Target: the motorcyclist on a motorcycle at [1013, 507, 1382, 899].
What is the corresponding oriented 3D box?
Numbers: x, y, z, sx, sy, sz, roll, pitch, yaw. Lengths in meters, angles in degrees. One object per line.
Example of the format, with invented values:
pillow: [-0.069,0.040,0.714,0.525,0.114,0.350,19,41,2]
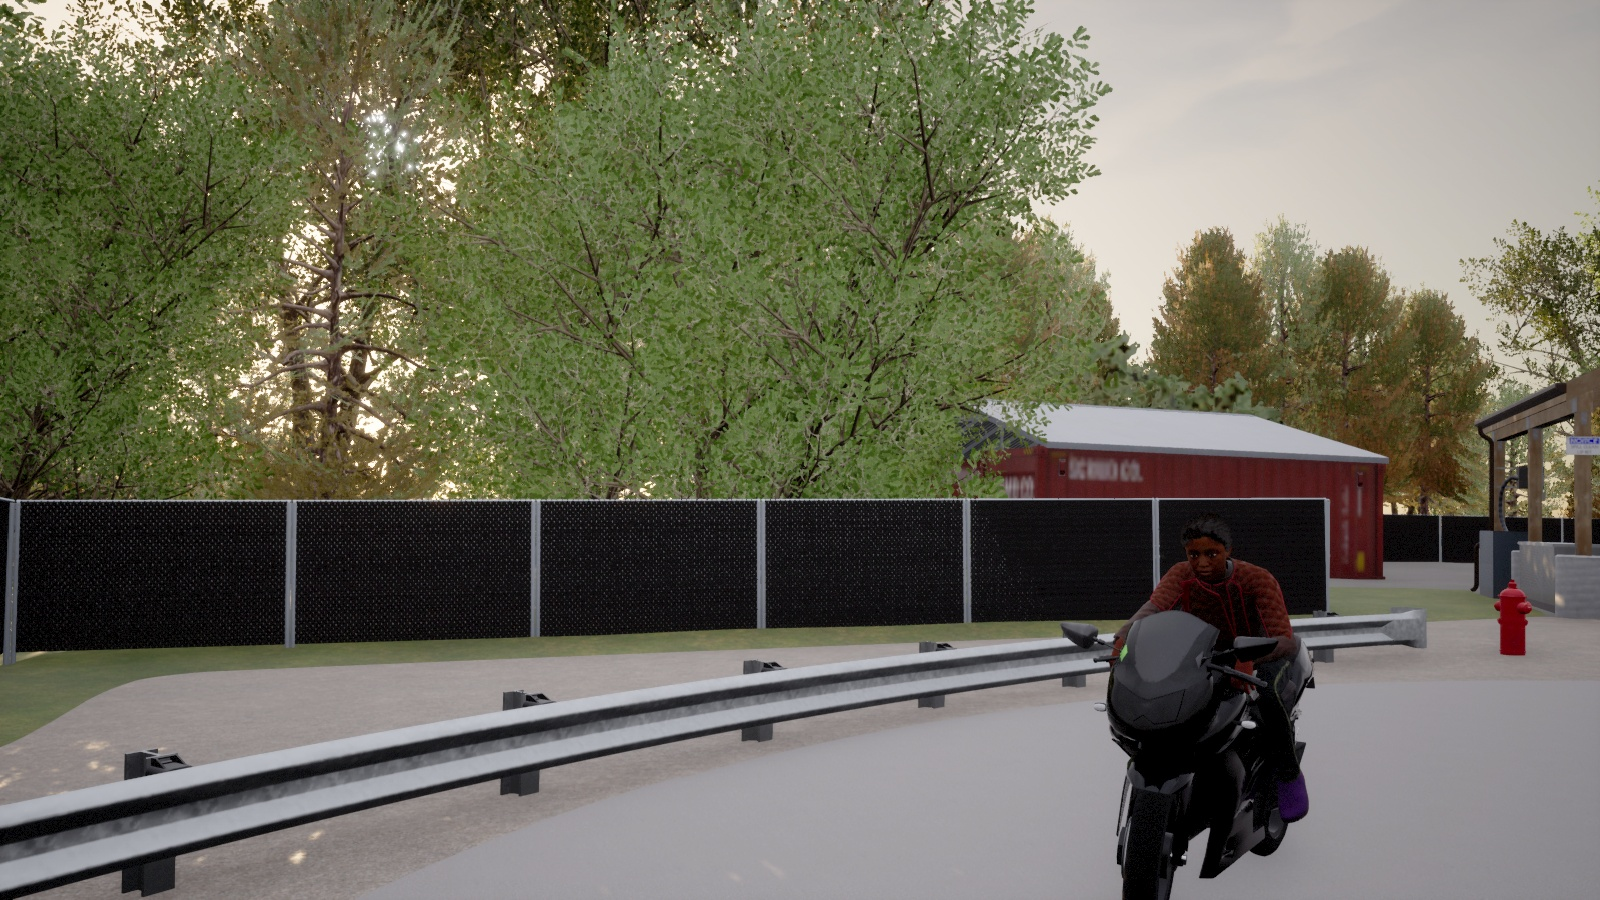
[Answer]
motorcyclist on a motorcycle: [1.674,0.996,5.020,0.797,1.523,2.044,-1,-3,36]
